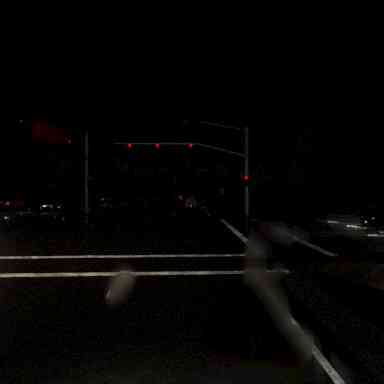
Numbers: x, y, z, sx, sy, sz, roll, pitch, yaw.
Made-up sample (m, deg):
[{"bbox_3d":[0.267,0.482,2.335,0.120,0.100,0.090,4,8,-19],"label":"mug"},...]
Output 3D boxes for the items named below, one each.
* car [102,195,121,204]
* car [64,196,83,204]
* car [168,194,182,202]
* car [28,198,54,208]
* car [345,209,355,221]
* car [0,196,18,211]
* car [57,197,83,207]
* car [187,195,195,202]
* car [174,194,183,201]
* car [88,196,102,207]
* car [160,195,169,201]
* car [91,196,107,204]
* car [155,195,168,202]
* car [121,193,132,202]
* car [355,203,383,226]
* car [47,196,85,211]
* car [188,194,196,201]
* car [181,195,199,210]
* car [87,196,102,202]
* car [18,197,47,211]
[{"bbox_3d":[-15.209,1.564,62.152,1.994,1.385,4.181,0,0,1],"label":"car"},{"bbox_3d":[-22.191,1.525,62.357,1.812,1.442,4.674,0,0,0],"label":"car"},{"bbox_3d":[-3.648,1.551,74.675,1.994,1.385,4.181,0,0,1],"label":"car"},{"bbox_3d":[-22.222,1.564,49.079,1.994,1.385,4.181,0,0,0],"label":"car"},{"bbox_3d":[13.982,1.526,24.967,4.674,1.442,1.812,0,0,1],"label":"car"},{"bbox_3d":[-22.203,1.352,40.447,2.097,1.767,4.553,0,0,0],"label":"car"},{"bbox_3d":[-18.727,1.547,51.215,2.033,1.411,5.357,0,0,0],"label":"car"},{"bbox_3d":[-0.151,1.521,74.270,1.812,1.442,4.674,0,0,1],"label":"car"},{"bbox_3d":[-3.460,1.296,84.504,2.097,1.767,4.553,0,0,1],"label":"car"},{"bbox_3d":[-15.221,1.564,49.293,1.994,1.385,4.181,0,0,0],"label":"car"},{"bbox_3d":[-6.959,1.465,84.616,1.812,1.442,4.674,0,0,1],"label":"car"},{"bbox_3d":[-18.671,1.504,66.904,1.837,1.490,4.892,0,0,0],"label":"car"},{"bbox_3d":[-7.151,1.536,74.255,2.033,1.411,5.357,0,0,1],"label":"car"},{"bbox_3d":[-15.143,1.192,75.267,2.150,2.045,5.566,0,0,1],"label":"car"},{"bbox_3d":[13.892,1.547,21.468,5.357,1.411,2.033,0,0,1],"label":"car"},{"bbox_3d":[-15.203,1.491,40.390,2.128,1.511,4.902,0,0,0],"label":"car"},{"bbox_3d":[0.039,1.419,84.450,1.882,1.535,5.008,0,0,1],"label":"car"},{"bbox_3d":[-0.112,1.525,43.252,1.812,1.442,4.674,0,0,0],"label":"car"},{"bbox_3d":[-22.140,1.575,75.604,1.895,1.301,4.718,0,0,1],"label":"car"},{"bbox_3d":[-18.741,1.547,40.940,2.033,1.411,5.357,0,0,0],"label":"car"}]
